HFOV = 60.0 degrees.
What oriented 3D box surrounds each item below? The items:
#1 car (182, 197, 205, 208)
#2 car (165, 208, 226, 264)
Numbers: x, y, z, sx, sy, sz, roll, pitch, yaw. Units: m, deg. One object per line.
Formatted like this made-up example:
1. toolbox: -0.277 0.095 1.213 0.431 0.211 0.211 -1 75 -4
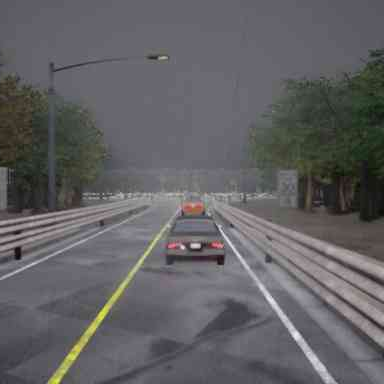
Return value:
1. car: 0.146 1.243 31.345 2.097 1.767 4.553 0 0 1
2. car: 0.096 1.507 11.574 2.033 1.411 5.357 0 0 0
